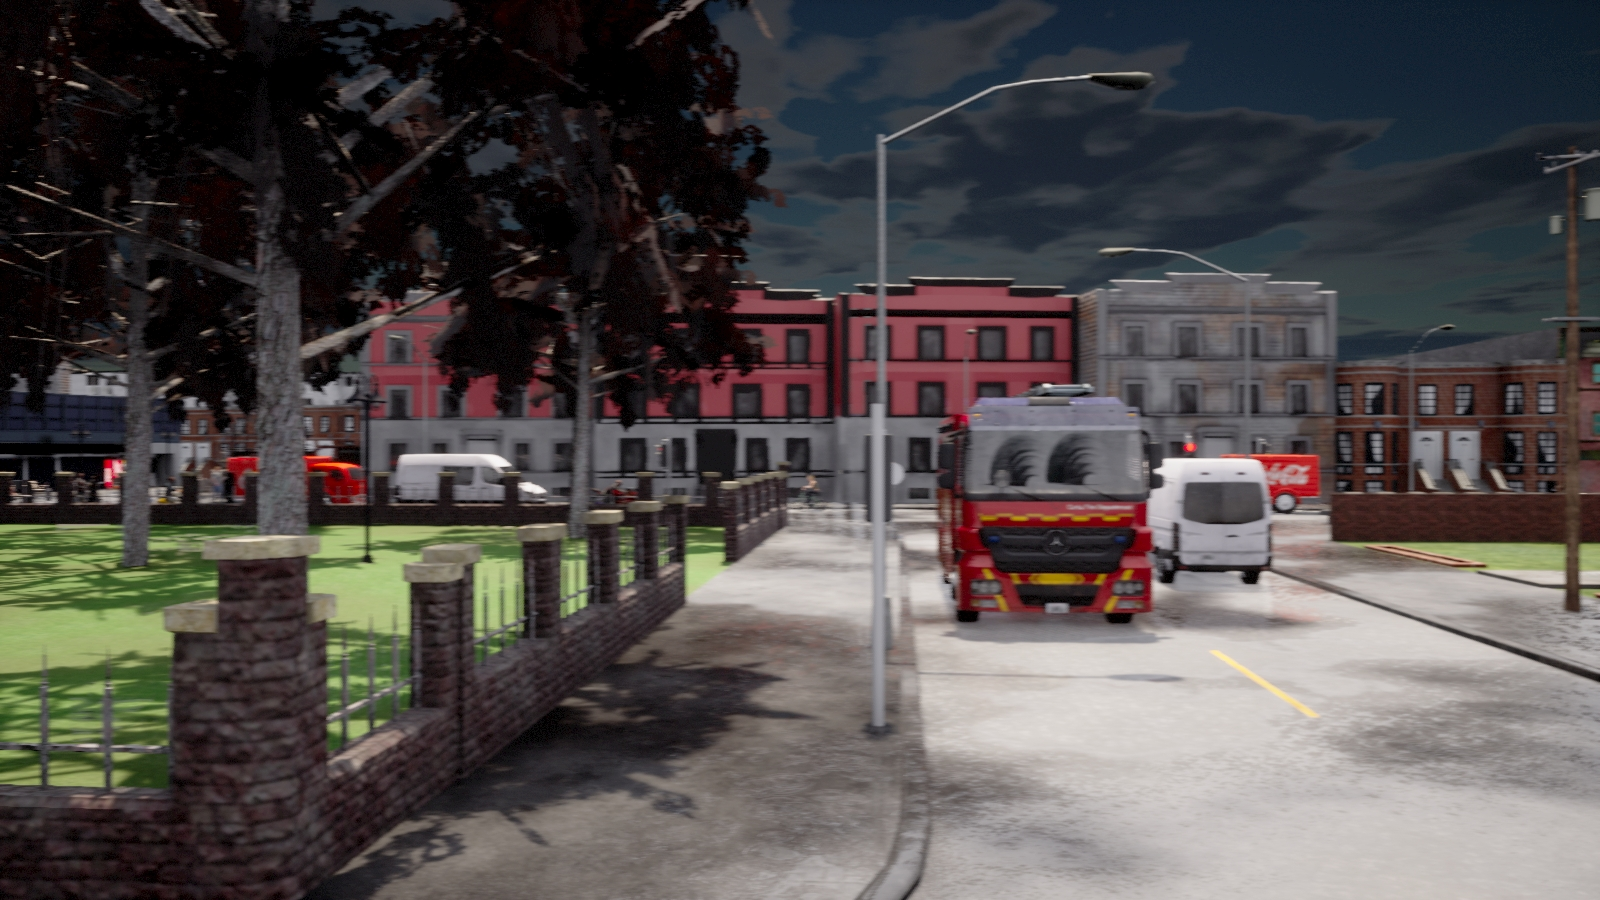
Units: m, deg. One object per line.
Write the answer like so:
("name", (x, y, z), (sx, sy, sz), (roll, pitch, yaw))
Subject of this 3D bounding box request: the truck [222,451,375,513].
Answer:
("truck", (-20.731, 1.278, 47.408), (5.204, 2.467, 2.627), (0, 0, 5))

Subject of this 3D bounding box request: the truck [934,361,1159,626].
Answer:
("truck", (4.067, 0.614, 20.830), (2.891, 3.827, 8.468), (0, 0, 5))

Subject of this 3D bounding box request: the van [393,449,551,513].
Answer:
("van", (-13.383, 1.232, 46.817), (5.915, 2.561, 1.988), (0, 0, 5))

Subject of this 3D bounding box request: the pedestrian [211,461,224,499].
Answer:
("pedestrian", (-28.265, 1.451, 55.453), (0.375, 1.860, 0.375), (0, 0, 22))

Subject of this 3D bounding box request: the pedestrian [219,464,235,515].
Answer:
("pedestrian", (-21.387, 1.469, 42.648), (0.375, 1.860, 0.375), (0, 0, 6))

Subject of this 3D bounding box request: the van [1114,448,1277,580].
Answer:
("van", (8.488, 1.239, 25.153), (1.988, 2.561, 5.915), (0, 0, 5))

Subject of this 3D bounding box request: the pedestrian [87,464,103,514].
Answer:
("pedestrian", (-26.587, 1.477, 43.075), (0.375, 1.860, 0.375), (0, 0, 6))

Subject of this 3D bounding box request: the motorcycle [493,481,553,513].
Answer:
("motorcycle", (-11.290, 1.899, 46.638), (2.209, 1.251, 0.867), (0, 0, 5))

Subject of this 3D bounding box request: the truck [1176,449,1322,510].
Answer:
("truck", (18.820, 1.201, 48.154), (5.204, 2.467, 2.627), (0, 0, 5))
